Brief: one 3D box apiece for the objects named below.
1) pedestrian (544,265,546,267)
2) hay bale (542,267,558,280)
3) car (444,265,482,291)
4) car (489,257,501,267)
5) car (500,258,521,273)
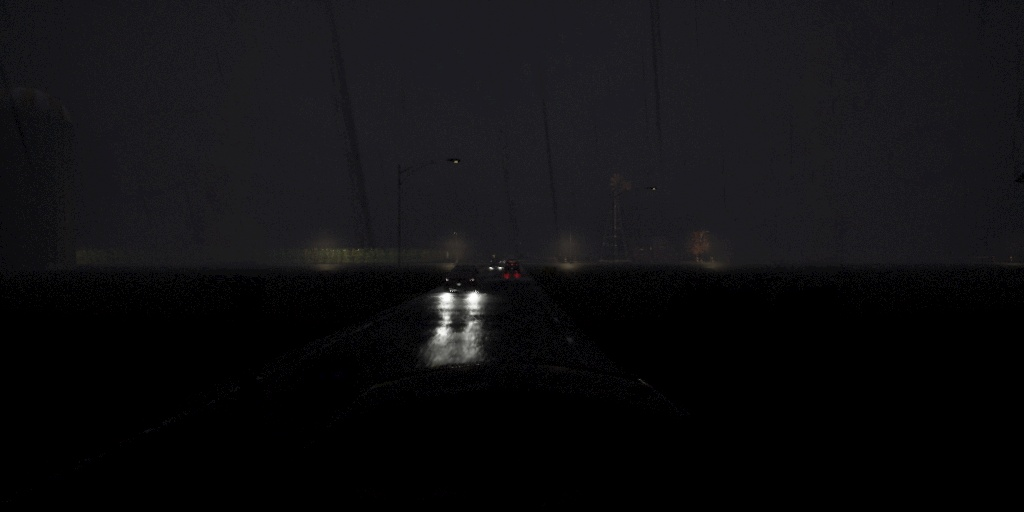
[{"bbox_3d":[2.824,1.385,30.678,0.500,1.100,0.500,-1,1,0],"label":"pedestrian"},{"bbox_3d":[3.124,1.372,29.590,1.220,1.180,1.240,0,0,0],"label":"hay bale"},{"bbox_3d":[-2.848,1.253,21.580,1.812,1.442,4.674,0,0,0],"label":"car"},{"bbox_3d":[-2.787,1.006,62.798,2.097,1.767,4.553,0,0,1],"label":"car"},{"bbox_3d":[0.046,1.187,42.198,2.128,1.511,4.902,0,0,0],"label":"car"}]
